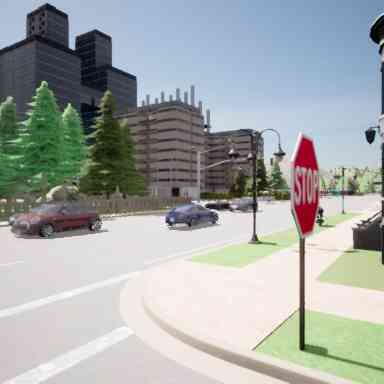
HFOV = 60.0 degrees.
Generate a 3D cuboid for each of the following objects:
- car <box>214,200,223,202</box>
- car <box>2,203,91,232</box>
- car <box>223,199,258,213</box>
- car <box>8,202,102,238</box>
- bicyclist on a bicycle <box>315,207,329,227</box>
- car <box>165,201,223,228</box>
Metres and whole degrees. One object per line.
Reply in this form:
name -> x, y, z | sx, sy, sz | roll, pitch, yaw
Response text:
car -> 3.321, 1.627, 40.310 | 1.895, 1.301, 4.718 | 0, 0, 33
car -> -9.166, 1.519, 21.462 | 2.128, 1.511, 4.902 | 0, 0, 33
car -> 5.908, 1.522, 37.885 | 2.128, 1.511, 4.902 | 0, 0, 33
car -> -7.201, 1.381, 18.078 | 2.097, 1.767, 4.553 | 0, 0, 33
bicyclist on a bicycle -> 7.634, 1.336, 20.668 | 1.656, 1.620, 0.582 | 0, 0, 33
car -> 0.045, 1.557, 22.404 | 1.812, 1.442, 4.674 | 0, 0, 33
